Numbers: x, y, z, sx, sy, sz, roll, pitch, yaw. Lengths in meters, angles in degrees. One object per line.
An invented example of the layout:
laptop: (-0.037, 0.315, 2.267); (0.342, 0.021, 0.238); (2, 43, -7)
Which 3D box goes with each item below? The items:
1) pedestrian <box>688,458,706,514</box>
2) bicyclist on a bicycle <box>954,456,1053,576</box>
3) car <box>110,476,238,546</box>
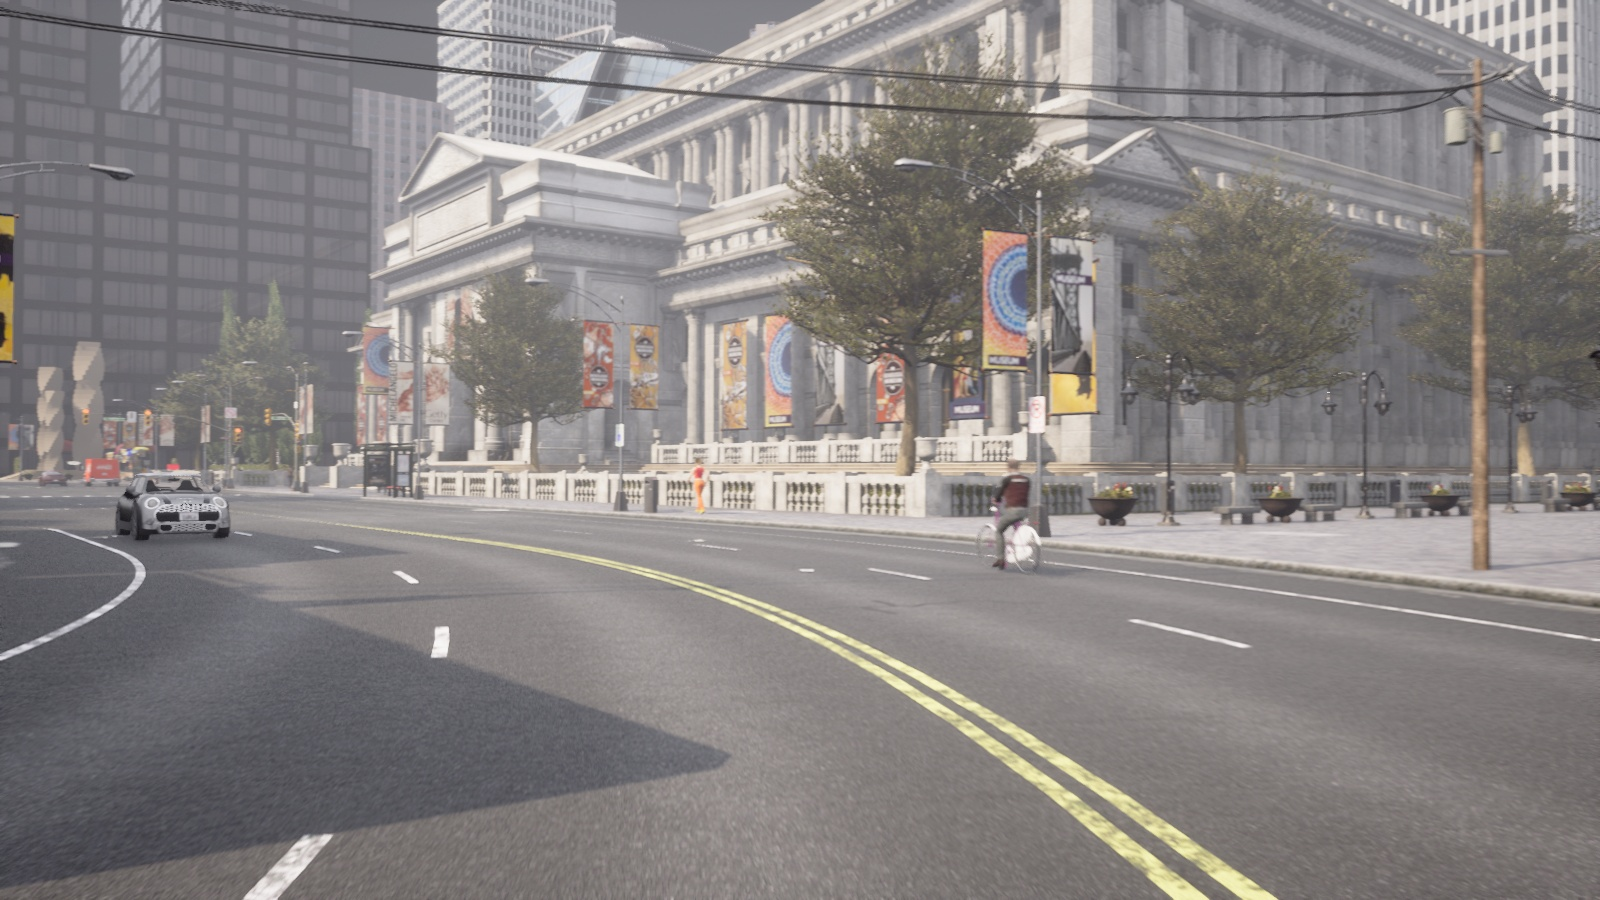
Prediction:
pedestrian: (-3.382, 1.178, 41.159); (0.345, 1.836, 0.594); (0, -1, -33)
bicyclist on a bicycle: (3.146, 0.998, 19.599); (0.659, 1.776, 1.843); (0, -1, -21)
car: (-14.360, 1.334, 28.712); (1.970, 1.475, 3.806); (0, -1, -36)
